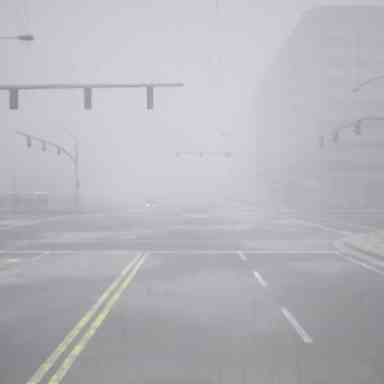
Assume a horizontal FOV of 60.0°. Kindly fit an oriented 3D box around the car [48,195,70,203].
[{"bbox_3d":[-26.693,1.304,66.801,1.970,1.475,3.806,0,0,0],"label":"car"}]

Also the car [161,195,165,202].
[{"bbox_3d":[-6.982,1.376,73.555,1.837,1.490,4.892,0,0,0],"label":"car"}]

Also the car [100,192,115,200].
[{"bbox_3d":[-21.028,1.038,84.192,1.932,1.855,4.605,0,0,0],"label":"car"}]

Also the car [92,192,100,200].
[{"bbox_3d":[-23.922,1.041,84.257,1.905,1.878,3.866,0,0,0],"label":"car"}]

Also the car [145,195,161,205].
[{"bbox_3d":[-7.030,1.484,58.226,1.994,1.385,4.181,0,0,1],"label":"car"}]

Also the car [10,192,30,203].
[{"bbox_3d":[-43.545,1.042,84.295,1.905,1.878,3.866,0,0,0],"label":"car"}]
